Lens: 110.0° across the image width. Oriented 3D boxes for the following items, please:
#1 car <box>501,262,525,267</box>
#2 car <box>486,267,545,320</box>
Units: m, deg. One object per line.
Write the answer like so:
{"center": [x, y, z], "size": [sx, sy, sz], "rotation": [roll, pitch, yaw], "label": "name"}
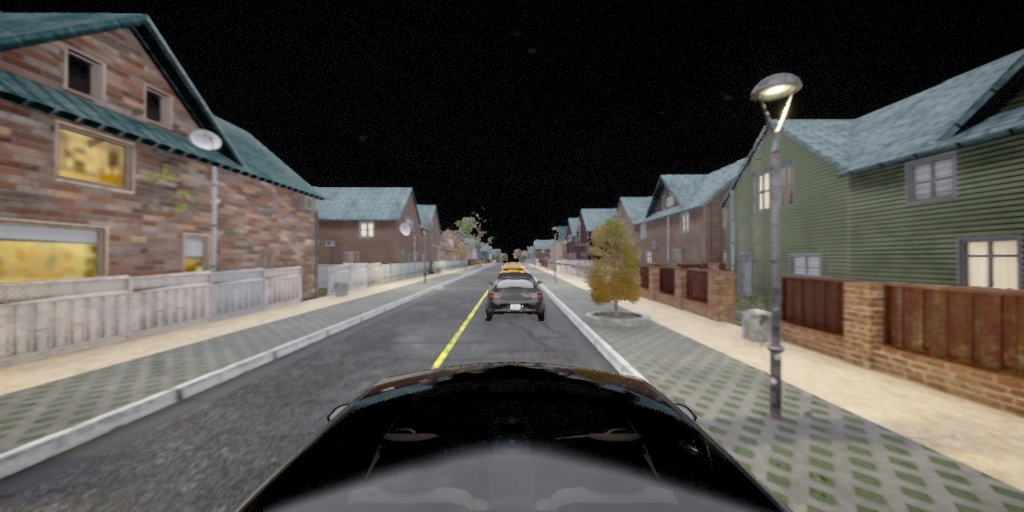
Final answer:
{"center": [0.099, 1.267, 30.818], "size": [1.882, 1.535, 5.008], "rotation": [0, 0, 0], "label": "car"}
{"center": [0.099, 1.282, 12.480], "size": [1.812, 1.442, 4.674], "rotation": [0, 0, 0], "label": "car"}
